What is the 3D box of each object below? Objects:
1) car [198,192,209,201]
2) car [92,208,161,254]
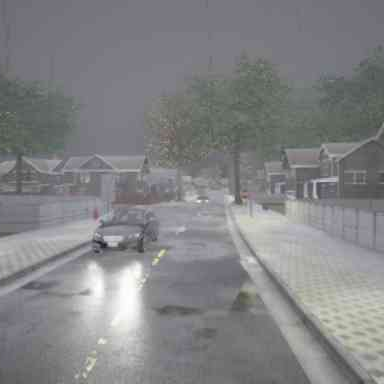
[{"bbox_3d":[2.265,0.759,65.625,2.097,1.767,4.553,0,0,5],"label":"car"},{"bbox_3d":[-2.437,1.422,13.291,2.128,1.511,4.902,0,0,3],"label":"car"}]
